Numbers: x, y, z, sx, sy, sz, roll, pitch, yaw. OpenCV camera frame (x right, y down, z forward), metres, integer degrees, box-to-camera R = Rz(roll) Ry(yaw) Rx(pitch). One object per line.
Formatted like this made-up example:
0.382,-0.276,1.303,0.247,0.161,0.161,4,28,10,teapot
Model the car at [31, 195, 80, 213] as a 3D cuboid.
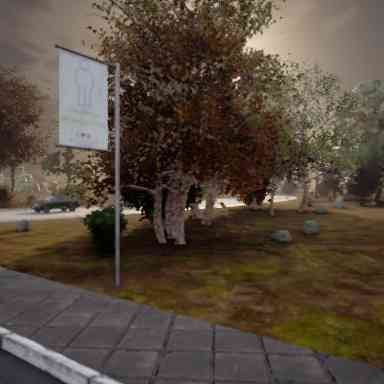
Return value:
-16.165,1.334,39.675,2.150,2.045,5.566,0,0,38,car
